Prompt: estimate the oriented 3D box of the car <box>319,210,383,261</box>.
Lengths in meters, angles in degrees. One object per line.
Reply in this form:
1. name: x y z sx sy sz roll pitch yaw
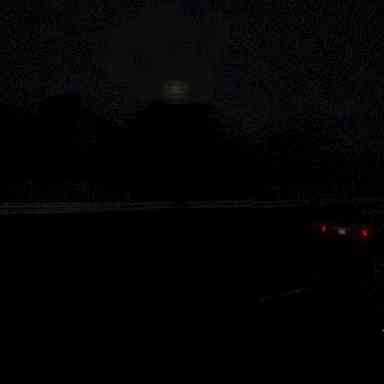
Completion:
1. car: 7.136 1.479 13.134 4.553 1.767 2.097 1 0 -34
